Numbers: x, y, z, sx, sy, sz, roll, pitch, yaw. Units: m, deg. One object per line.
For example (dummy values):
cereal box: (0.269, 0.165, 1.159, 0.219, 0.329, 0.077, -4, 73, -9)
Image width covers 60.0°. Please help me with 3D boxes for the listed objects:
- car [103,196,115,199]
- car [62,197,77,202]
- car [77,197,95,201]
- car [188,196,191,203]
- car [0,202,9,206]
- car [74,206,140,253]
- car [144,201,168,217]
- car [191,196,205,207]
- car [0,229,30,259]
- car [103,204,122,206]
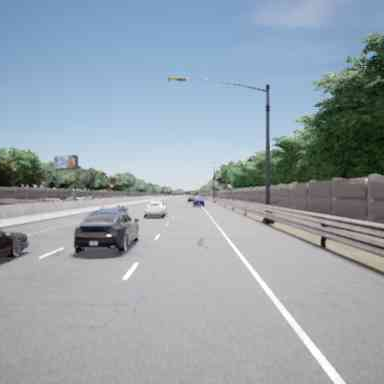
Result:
car: (-17.537, 1.622, 69.877, 2.097, 1.767, 4.553, 0, 0, 0)
car: (-24.536, 1.818, 67.626, 2.033, 1.411, 5.357, 0, 0, 0)
car: (-21.036, 1.803, 67.628, 2.128, 1.511, 4.902, 0, 0, 0)
car: (-0.039, 1.649, 74.383, 1.882, 1.535, 5.008, 0, 0, 0)
car: (-17.611, 1.616, 29.264, 1.812, 1.442, 4.674, 0, 0, 0)
car: (-3.408, 1.545, 13.949, 1.837, 1.490, 4.892, 0, 0, 0)
car: (-3.417, 1.627, 31.994, 1.812, 1.442, 4.674, 0, 0, 0)
car: (1.195, 1.700, 57.116, 1.882, 1.535, 5.008, 0, 0, 0)
car: (-6.900, 1.575, 9.779, 2.033, 1.411, 5.357, 0, 0, 0)
car: (-6.916, 1.692, 29.298, 1.895, 1.301, 4.718, 0, 0, 0)
